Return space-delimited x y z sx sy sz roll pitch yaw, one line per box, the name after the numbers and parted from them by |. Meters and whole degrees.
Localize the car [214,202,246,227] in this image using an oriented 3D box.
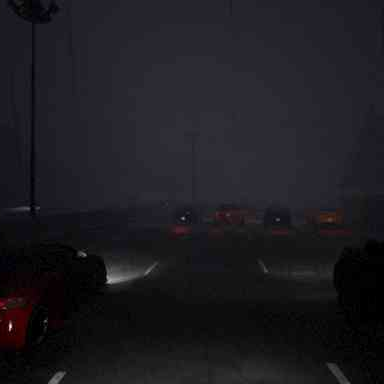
2.852 1.637 25.253 2.097 1.767 4.553 0 -1 8 | car

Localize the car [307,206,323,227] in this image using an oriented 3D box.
9.911 1.766 25.101 1.882 1.535 5.008 0 -1 11 | car

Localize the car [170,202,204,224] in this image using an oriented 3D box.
-0.168 1.819 28.107 1.837 1.490 4.892 0 -1 12 | car

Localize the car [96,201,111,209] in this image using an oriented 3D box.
-14.044 2.215 55.863 1.895 1.301 4.718 0 -1 21 | car

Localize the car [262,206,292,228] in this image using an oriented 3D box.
6.296 1.761 24.898 1.882 1.535 5.008 0 -1 11 | car

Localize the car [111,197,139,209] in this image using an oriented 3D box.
-10.486 1.855 55.398 2.150 2.045 5.566 0 -1 21 | car

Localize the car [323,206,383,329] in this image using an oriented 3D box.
3.747 1.270 4.122 2.150 2.045 5.566 0 -1 2 | car

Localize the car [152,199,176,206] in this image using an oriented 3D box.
-3.926 1.948 52.955 2.097 1.767 4.553 0 -1 21 | car

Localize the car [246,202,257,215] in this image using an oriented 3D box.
6.717 1.982 40.376 1.812 1.442 4.674 0 0 18 | car

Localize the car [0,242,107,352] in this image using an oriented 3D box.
-3.099 1.634 6.340 1.994 1.385 4.181 0 -1 3 | car

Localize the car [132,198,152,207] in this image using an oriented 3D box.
-7.351 2.161 53.781 1.994 1.385 4.181 0 -1 21 | car
